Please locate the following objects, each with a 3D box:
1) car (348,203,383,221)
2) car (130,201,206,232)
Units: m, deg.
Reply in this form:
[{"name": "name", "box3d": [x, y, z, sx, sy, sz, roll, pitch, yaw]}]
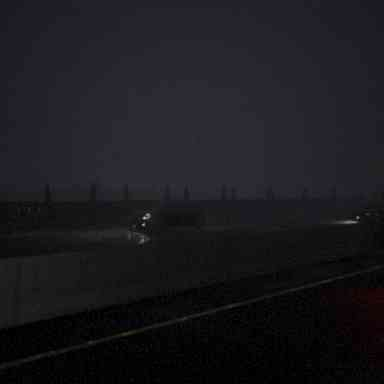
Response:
[{"name": "car", "box3d": [15.169, 1.626, 27.624, 5.357, 1.411, 2.033, 0, 0, -35]}, {"name": "car", "box3d": [-1.429, 1.369, 20.143, 4.553, 1.767, 2.097, 0, 0, -35]}]
